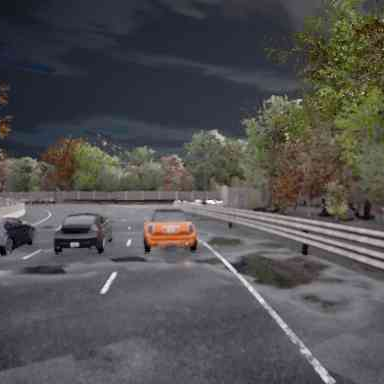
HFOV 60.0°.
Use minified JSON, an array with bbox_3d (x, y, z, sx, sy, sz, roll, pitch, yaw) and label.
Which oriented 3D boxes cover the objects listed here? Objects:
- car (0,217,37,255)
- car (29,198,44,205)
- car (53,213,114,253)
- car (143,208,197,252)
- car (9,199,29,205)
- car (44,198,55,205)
[{"bbox_3d":[-8.009,1.715,13.813,1.994,1.385,4.181,0,-1,-8],"label":"car"},{"bbox_3d":[-38.008,2.312,79.305,4.892,1.490,1.837,-1,-1,41],"label":"car"},{"bbox_3d":[-4.564,1.660,14.443,1.837,1.490,4.892,0,0,-8],"label":"car"},{"bbox_3d":[-1.082,1.504,14.793,2.097,1.767,4.553,0,-1,-8],"label":"car"},{"bbox_3d":[-40.408,2.332,76.757,5.357,1.411,2.033,-1,-1,41],"label":"car"},{"bbox_3d":[-35.586,2.186,81.835,4.553,1.767,2.097,-1,-1,41],"label":"car"}]
